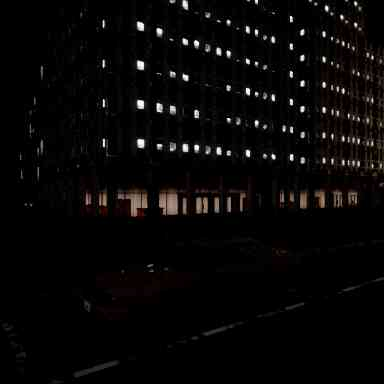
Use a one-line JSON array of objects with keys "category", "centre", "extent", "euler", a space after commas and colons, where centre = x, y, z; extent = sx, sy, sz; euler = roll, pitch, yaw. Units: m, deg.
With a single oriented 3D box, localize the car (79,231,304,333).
[{"category": "car", "centre": [0.275, 1.525, 6.757], "extent": [4.829, 1.417, 1.752], "euler": [0, 0, -36]}]
